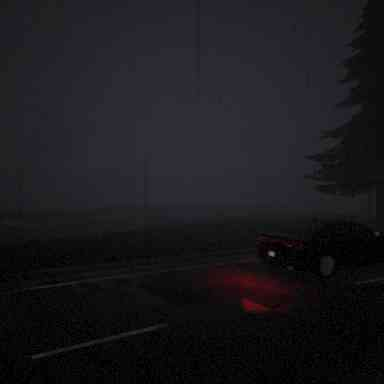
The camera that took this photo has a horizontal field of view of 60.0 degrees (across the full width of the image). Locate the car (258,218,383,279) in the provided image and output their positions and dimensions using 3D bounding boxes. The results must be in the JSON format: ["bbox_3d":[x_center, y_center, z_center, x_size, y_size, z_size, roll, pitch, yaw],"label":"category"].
[{"bbox_3d":[4.359,1.530,10.178,5.008,1.535,1.882,0,0,-28],"label":"car"}]
